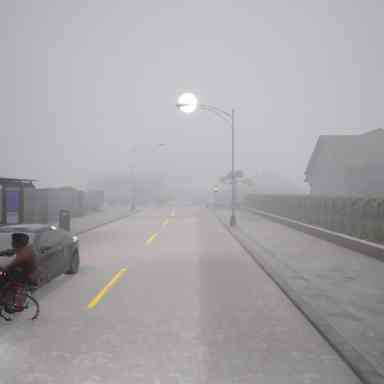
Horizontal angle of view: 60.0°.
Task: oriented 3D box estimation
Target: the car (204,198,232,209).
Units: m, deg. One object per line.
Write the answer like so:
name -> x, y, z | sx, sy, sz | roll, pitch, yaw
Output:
car -> 3.730, 1.526, 45.893 | 4.674, 1.442, 1.812 | 0, 0, -41

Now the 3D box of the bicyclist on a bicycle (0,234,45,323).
bicyclist on a bicycle -> -3.009, 1.369, 5.375 | 1.656, 1.620, 0.582 | 36, 14, -19

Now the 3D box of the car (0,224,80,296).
car -> -4.053, 1.527, 7.741 | 1.812, 1.442, 4.674 | 0, 0, 0
